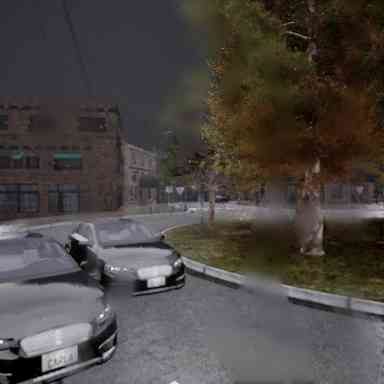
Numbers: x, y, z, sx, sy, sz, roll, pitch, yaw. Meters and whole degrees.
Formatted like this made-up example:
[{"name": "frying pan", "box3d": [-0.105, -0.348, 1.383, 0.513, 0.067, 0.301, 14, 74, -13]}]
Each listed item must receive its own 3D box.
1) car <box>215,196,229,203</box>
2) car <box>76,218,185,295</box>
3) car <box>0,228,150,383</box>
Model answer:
[{"name": "car", "box3d": [6.411, 1.625, 70.743, 1.882, 1.535, 5.008, 0, -1, 24]}, {"name": "car", "box3d": [-1.947, 1.468, 8.517, 2.128, 1.511, 4.902, 0, 0, -31]}, {"name": "car", "box3d": [-2.912, 1.482, 5.419, 2.128, 1.511, 4.902, 0, 0, -38]}]
